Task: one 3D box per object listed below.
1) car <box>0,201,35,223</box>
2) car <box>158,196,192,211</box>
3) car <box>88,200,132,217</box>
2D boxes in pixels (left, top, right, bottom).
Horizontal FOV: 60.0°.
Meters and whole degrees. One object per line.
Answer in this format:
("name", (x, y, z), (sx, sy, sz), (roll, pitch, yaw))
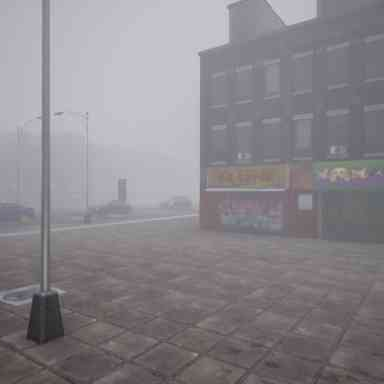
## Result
("car", (-13.391, 1.432, 22.730), (1.882, 1.535, 5.008), (0, 0, 35))
("car", (-1.912, 1.234, 39.057), (2.097, 1.767, 4.553), (0, 0, 35))
("car", (-7.620, 1.442, 30.945), (1.812, 1.442, 4.674), (0, 0, 35))
